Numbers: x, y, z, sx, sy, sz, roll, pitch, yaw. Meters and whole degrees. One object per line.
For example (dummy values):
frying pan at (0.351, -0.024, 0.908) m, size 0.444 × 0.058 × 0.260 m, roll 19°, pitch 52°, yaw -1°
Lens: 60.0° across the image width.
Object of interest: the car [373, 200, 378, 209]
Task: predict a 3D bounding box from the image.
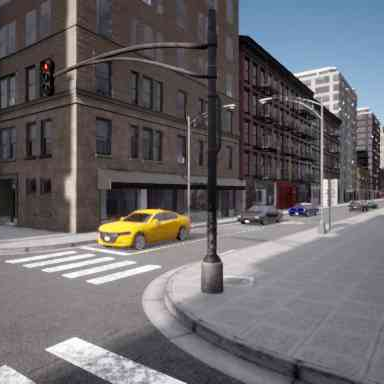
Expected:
car at (27.789, 1.904, 52.034) m, size 1.994 × 1.385 × 4.181 m, roll 0°, pitch 0°, yaw 35°

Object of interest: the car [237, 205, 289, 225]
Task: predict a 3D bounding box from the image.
car at (5.430, 1.702, 25.733) m, size 2.033 × 1.411 × 5.357 m, roll 0°, pitch 0°, yaw 35°

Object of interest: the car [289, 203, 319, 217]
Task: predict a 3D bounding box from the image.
car at (11.532, 1.815, 34.281) m, size 1.895 × 1.301 × 4.718 m, roll 0°, pitch 0°, yaw 36°

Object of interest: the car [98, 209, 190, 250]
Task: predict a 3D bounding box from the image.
car at (-1.980, 1.555, 15.077) m, size 1.882 × 1.535 × 5.008 m, roll 0°, pitch 0°, yaw 32°

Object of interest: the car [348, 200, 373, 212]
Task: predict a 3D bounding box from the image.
car at (22.035, 1.781, 43.957) m, size 2.128 × 1.511 × 4.902 m, roll 0°, pitch 0°, yaw 36°
